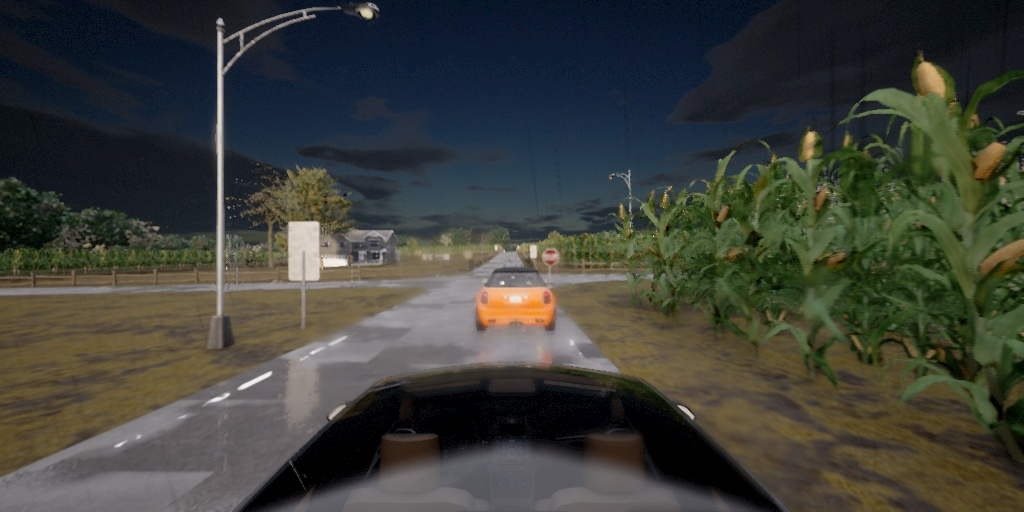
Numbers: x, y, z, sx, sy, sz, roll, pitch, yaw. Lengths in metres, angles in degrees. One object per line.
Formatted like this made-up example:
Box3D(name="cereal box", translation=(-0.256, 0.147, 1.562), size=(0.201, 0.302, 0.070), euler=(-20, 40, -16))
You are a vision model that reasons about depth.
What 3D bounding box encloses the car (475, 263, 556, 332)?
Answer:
Box3D(name="car", translation=(0.101, 1.111, 11.100), size=(2.097, 1.767, 4.553), euler=(0, 0, 0))
